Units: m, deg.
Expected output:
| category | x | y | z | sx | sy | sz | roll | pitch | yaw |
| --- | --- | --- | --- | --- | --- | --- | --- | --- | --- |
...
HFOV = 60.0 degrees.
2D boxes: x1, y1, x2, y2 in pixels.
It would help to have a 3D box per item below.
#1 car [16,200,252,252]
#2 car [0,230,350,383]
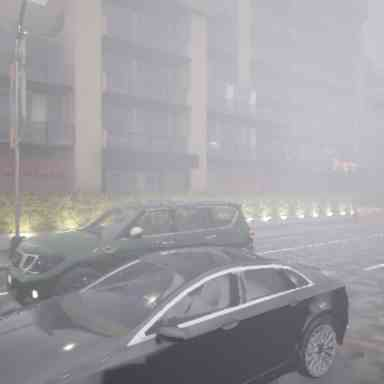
| category | x | y | z | sx | sy | sz | roll | pitch | yaw |
| --- | --- | --- | --- | --- | --- | --- | --- | --- | --- |
| car | -1.000 | 1.219 | 7.562 | 5.566 | 2.045 | 2.150 | 0 | 0 | -35 |
| car | -0.107 | 1.490 | 3.903 | 4.902 | 1.511 | 2.128 | 0 | 0 | -35 |
